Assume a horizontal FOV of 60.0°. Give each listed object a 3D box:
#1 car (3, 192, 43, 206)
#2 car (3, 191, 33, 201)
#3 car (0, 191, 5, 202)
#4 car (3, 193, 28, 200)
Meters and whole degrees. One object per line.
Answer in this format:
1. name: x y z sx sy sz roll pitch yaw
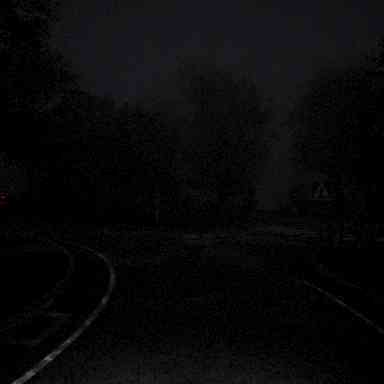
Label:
1. car: -22.814 1.126 45.678 4.902 1.511 2.128 1 -1 20
2. car: -39.219 0.804 74.883 5.566 2.045 2.435 3 -1 -38
3. car: -32.945 1.059 58.793 1.812 1.442 4.674 3 -2 -37
4. car: -40.850 1.032 77.038 4.892 1.521 2.231 3 -1 -38
